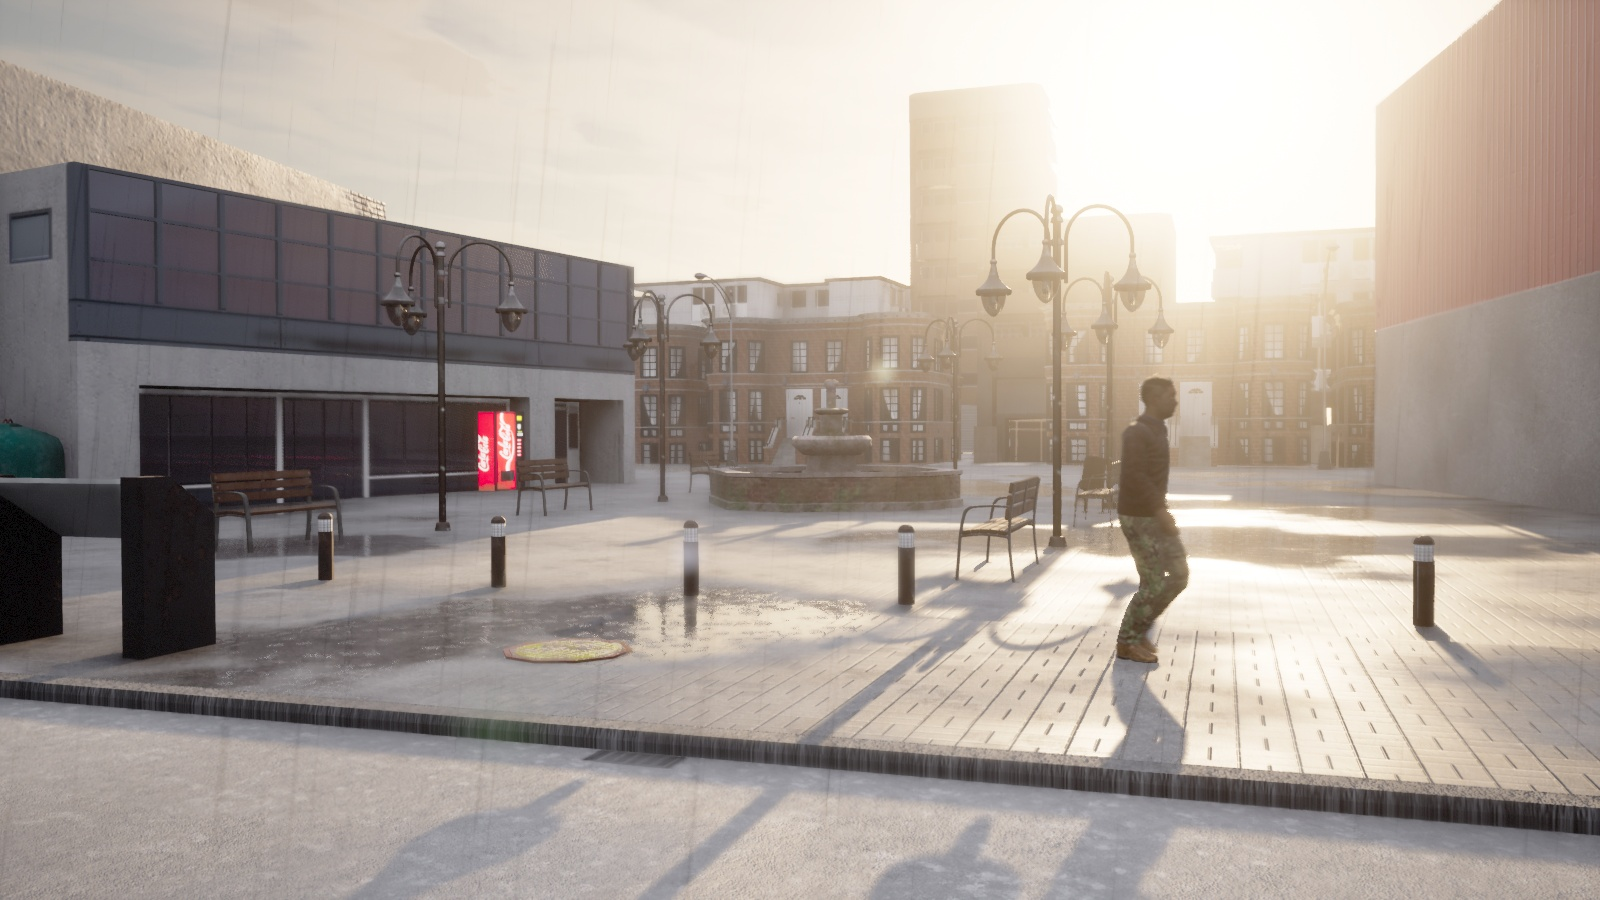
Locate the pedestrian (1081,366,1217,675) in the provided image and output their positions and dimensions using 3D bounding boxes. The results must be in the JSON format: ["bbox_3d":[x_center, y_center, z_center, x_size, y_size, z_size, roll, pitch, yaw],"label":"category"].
[{"bbox_3d":[2.185,0.416,7.867,0.703,1.840,0.431,1,1,34],"label":"pedestrian"}]
